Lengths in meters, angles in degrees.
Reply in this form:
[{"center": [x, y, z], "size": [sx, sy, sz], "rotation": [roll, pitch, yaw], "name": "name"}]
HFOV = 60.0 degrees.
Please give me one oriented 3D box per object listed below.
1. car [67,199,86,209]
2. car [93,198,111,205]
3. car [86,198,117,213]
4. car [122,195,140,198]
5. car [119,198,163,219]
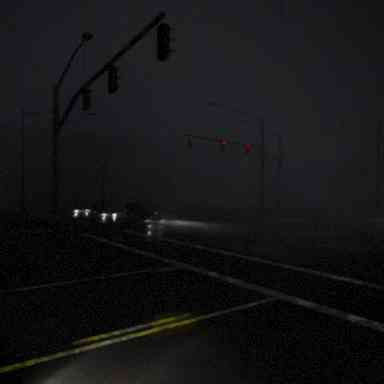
[{"center": [-16.021, 1.677, 46.623], "size": [1.895, 1.301, 4.718], "rotation": [0, 0, -33], "name": "car"}, {"center": [-16.796, 1.726, 62.524], "size": [1.895, 1.301, 4.718], "rotation": [0, 0, 3], "name": "car"}, {"center": [-10.289, 1.641, 38.509], "size": [1.994, 1.385, 4.181], "rotation": [0, 0, -36], "name": "car"}, {"center": [-13.973, 1.695, 72.354], "size": [1.812, 1.442, 4.674], "rotation": [0, 0, 30], "name": "car"}, {"center": [-4.482, 1.570, 30.439], "size": [2.128, 1.511, 4.902], "rotation": [0, 0, -36], "name": "car"}]
